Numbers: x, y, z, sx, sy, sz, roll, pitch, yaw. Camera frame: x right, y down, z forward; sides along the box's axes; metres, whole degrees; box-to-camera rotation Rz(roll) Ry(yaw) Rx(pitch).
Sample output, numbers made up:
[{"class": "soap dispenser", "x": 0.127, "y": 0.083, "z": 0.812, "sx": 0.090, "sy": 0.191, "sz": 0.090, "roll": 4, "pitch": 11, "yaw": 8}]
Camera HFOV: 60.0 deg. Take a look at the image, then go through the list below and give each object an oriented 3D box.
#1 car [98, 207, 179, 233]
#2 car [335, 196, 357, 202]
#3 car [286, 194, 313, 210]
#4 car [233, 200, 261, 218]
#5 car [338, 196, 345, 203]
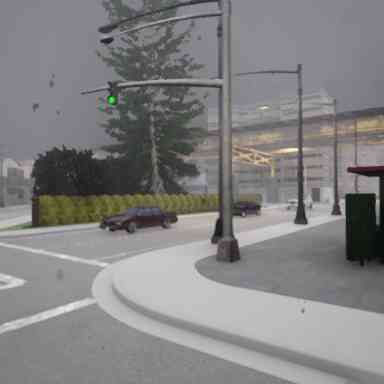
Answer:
[{"class": "car", "x": -3.034, "y": 1.601, "z": 20.268, "sx": 2.033, "sy": 1.411, "sz": 5.357, "roll": -1, "pitch": 0, "yaw": 36}, {"class": "car", "x": 31.643, "y": 1.369, "z": 68.224, "sx": 4.536, "sy": 1.218, "sz": 1.853, "roll": 0, "pitch": 0, "yaw": -29}, {"class": "car", "x": 14.281, "y": 1.305, "z": 44.024, "sx": 2.150, "sy": 2.045, "sz": 5.566, "roll": -1, "pitch": 0, "yaw": 36}, {"class": "car", "x": 4.768, "y": 1.536, "z": 31.034, "sx": 1.882, "sy": 1.535, "sz": 5.008, "roll": -1, "pitch": 0, "yaw": 36}, {"class": "car", "x": 31.599, "y": 1.526, "z": 68.198, "sx": 4.974, "sy": 1.542, "sz": 2.038, "roll": 0, "pitch": 0, "yaw": -29}]
